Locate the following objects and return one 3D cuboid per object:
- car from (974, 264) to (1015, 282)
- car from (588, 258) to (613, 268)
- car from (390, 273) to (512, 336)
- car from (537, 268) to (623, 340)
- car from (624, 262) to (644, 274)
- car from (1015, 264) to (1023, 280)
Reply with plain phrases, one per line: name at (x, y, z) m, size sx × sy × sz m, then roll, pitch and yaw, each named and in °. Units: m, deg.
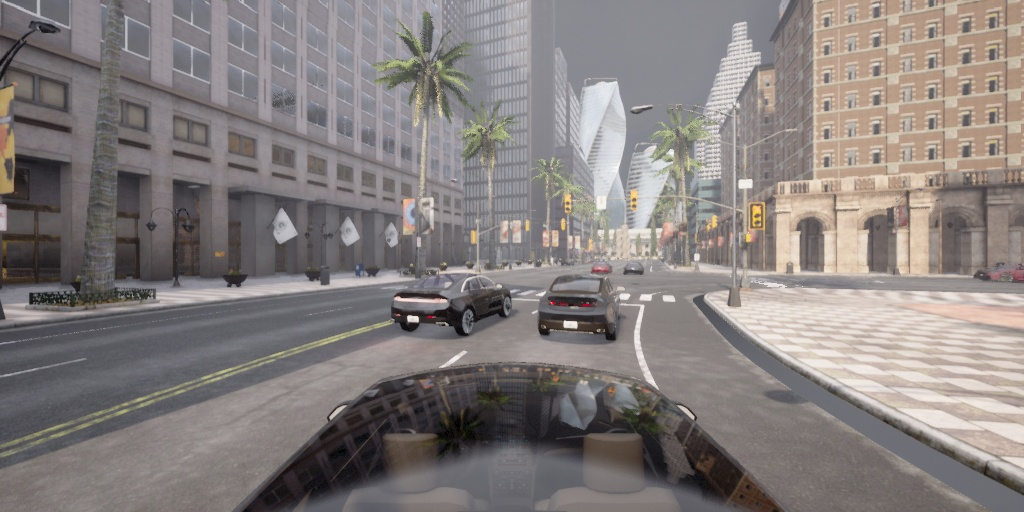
car at (38.779, 1.306, 27.465) m, size 4.181 × 1.385 × 1.994 m, roll 0°, pitch 0°, yaw 21°
car at (10.463, 1.303, 41.549) m, size 1.994 × 1.385 × 4.181 m, roll 0°, pitch 0°, yaw 22°
car at (-1.482, 1.239, 10.541) m, size 2.128 × 1.511 × 4.902 m, roll 0°, pitch 0°, yaw 19°
car at (2.042, 1.253, 10.123) m, size 1.837 × 1.490 × 4.892 m, roll 0°, pitch 0°, yaw 18°
car at (13.695, 1.304, 40.202) m, size 1.994 × 1.385 × 4.181 m, roll 0°, pitch 0°, yaw 22°
car at (38.571, 0.964, 23.786) m, size 5.566 × 2.045 × 2.150 m, roll 0°, pitch 0°, yaw 21°
